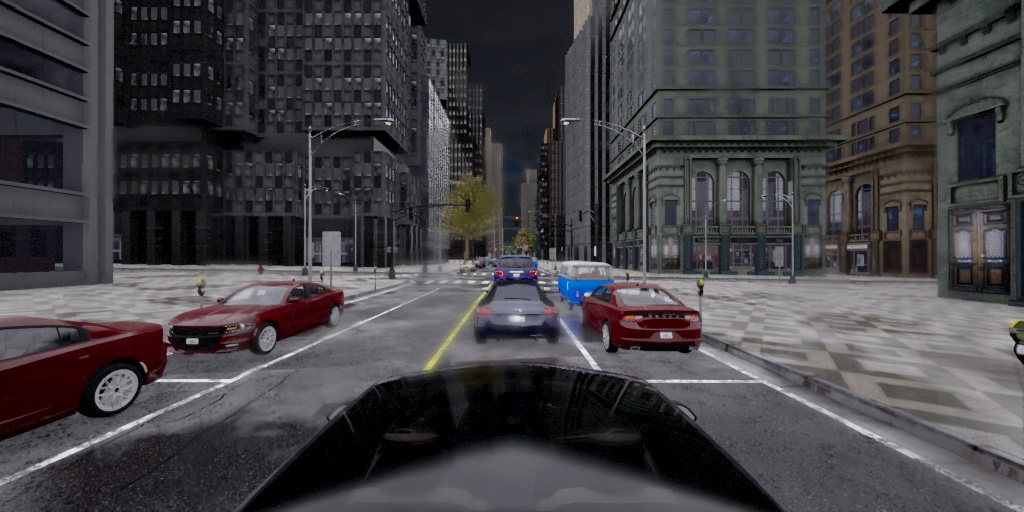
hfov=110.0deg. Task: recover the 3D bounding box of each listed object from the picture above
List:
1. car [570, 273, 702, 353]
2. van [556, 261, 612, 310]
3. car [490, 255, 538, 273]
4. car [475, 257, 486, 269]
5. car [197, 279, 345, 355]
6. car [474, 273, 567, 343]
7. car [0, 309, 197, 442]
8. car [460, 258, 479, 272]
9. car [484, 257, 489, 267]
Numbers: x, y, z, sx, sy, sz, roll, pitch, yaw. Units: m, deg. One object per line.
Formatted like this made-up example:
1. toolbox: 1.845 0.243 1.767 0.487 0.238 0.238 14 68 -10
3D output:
1. car: 2.784 1.296 8.694 1.888 1.381 4.507 0 0 0
2. van: 2.790 1.093 14.219 1.690 1.789 3.998 0 0 0
3. car: 0.139 0.975 19.066 2.150 2.045 5.566 0 0 -1
4. car: -5.702 1.326 57.394 1.888 1.381 4.507 0 0 0
5. car: -5.772 1.296 8.721 1.888 1.381 4.507 0 0 0
6. car: 0.110 1.315 9.653 1.994 1.385 4.181 0 0 0
7. car: -5.776 1.295 3.196 1.888 1.381 4.507 0 0 0
8. car: -5.720 1.297 46.644 1.751 1.417 4.829 0 0 0
9. car: -5.697 1.102 62.683 2.192 1.841 5.009 0 0 0
